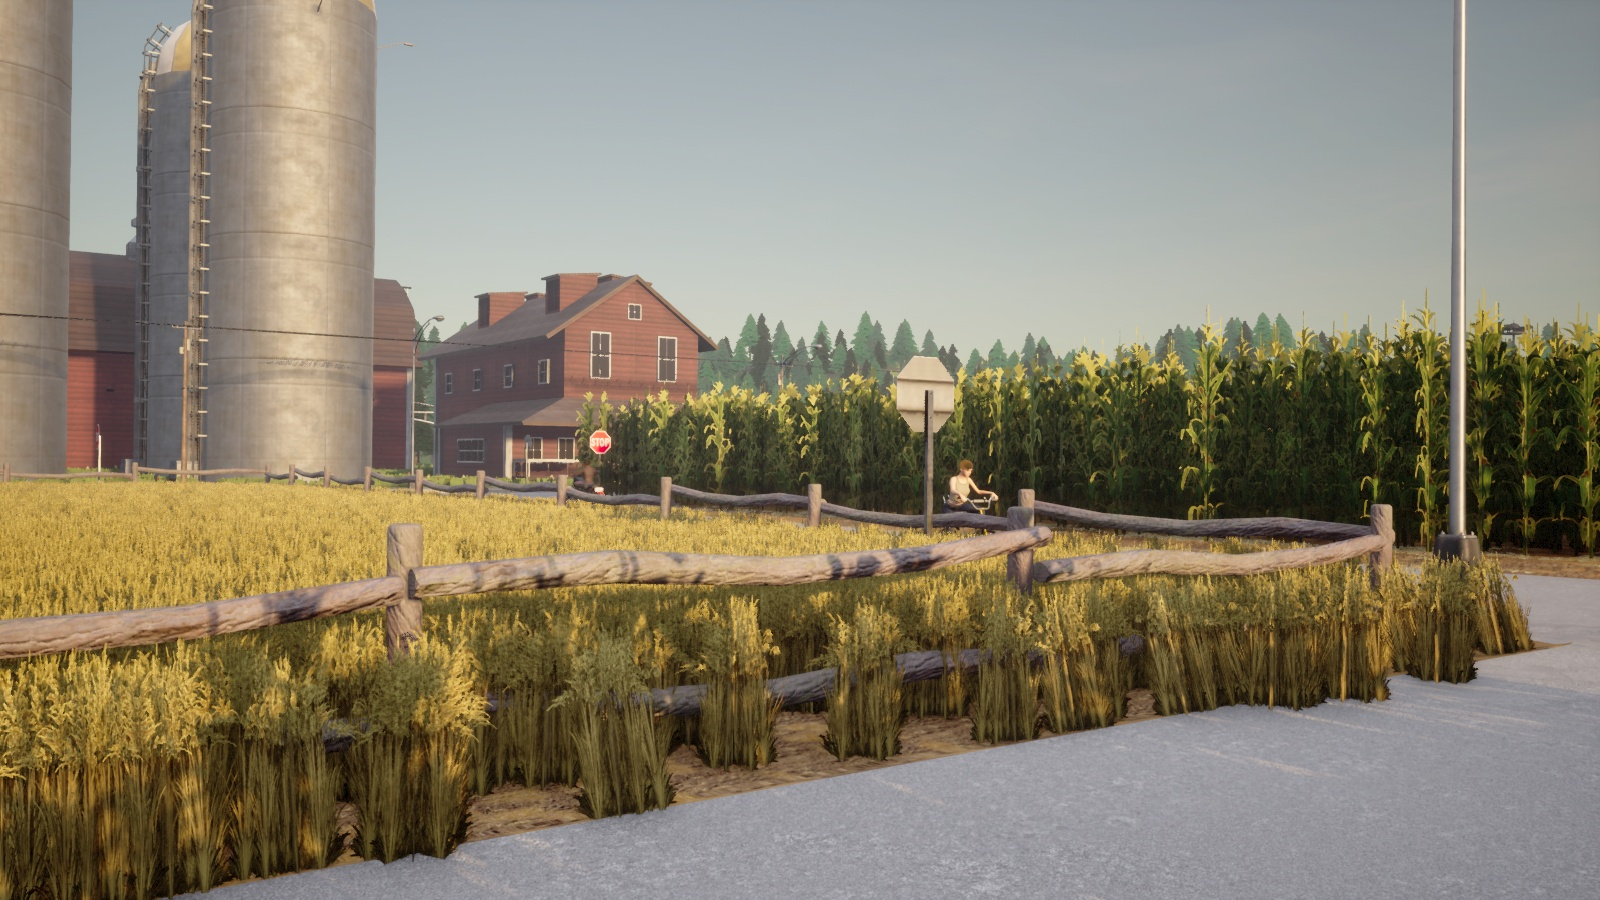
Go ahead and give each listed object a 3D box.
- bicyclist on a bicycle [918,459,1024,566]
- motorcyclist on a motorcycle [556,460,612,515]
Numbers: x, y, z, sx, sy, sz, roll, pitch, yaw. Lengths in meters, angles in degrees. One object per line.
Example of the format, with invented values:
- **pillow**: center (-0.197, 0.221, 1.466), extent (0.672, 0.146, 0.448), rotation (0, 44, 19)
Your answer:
- **bicyclist on a bicycle**: center (2.677, 0.948, 19.779), extent (0.866, 1.612, 1.509), rotation (1, -1, -35)
- **motorcyclist on a motorcycle**: center (-6.633, 1.124, 38.445), extent (0.766, 1.649, 2.350), rotation (1, -1, -35)
